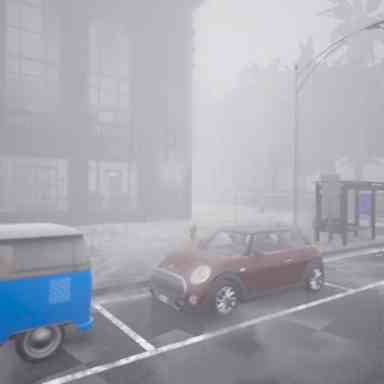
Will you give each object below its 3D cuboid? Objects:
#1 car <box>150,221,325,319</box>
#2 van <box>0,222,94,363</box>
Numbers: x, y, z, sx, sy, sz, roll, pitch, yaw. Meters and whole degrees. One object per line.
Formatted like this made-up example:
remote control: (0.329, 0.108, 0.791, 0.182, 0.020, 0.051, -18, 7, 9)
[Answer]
car: (1.089, 1.499, 7.435, 4.097, 1.590, 1.967, 1, -1, -36)
van: (-3.324, 1.337, 4.281, 3.998, 1.788, 1.690, 1, -1, -36)
